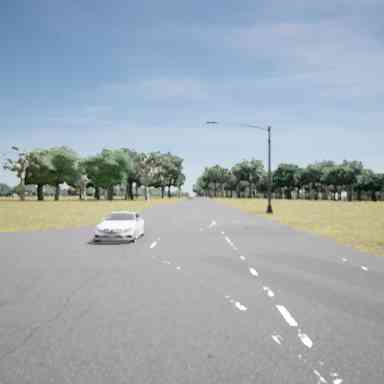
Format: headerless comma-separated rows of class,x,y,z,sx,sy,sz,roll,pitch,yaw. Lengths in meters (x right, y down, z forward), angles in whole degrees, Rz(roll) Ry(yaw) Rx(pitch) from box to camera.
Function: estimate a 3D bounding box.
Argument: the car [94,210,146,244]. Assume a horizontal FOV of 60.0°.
car,-3.451,1.667,16.658,1.812,1.442,4.674,0,-1,0
